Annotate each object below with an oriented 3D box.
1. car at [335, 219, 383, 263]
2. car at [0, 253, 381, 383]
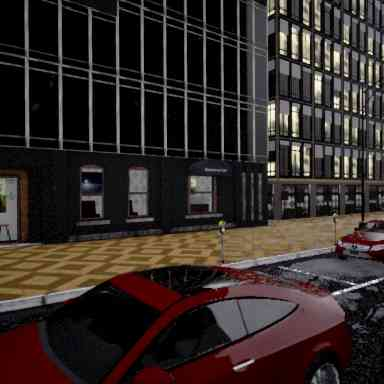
[{"bbox_3d":[6.595,1.580,11.242,4.206,1.307,1.802,0,0,-35],"label":"car"},{"bbox_3d":[-0.313,1.525,3.151,4.674,1.442,1.812,0,0,-35],"label":"car"}]
